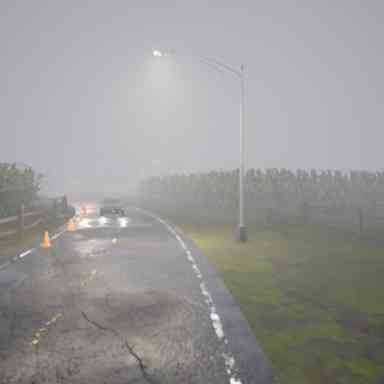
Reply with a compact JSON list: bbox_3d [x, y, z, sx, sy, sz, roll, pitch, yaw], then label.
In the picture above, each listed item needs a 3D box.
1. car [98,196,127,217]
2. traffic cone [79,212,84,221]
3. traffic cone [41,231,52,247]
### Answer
[{"bbox_3d":[-6.448,1.132,26.784,1.837,1.490,4.892,0,1,-16],"label":"car"},{"bbox_3d":[-7.420,1.649,22.341,0.340,0.580,0.340,0,1,-14],"label":"traffic cone"},{"bbox_3d":[-5.582,1.782,12.761,0.340,0.580,0.340,0,1,-8],"label":"traffic cone"}]
